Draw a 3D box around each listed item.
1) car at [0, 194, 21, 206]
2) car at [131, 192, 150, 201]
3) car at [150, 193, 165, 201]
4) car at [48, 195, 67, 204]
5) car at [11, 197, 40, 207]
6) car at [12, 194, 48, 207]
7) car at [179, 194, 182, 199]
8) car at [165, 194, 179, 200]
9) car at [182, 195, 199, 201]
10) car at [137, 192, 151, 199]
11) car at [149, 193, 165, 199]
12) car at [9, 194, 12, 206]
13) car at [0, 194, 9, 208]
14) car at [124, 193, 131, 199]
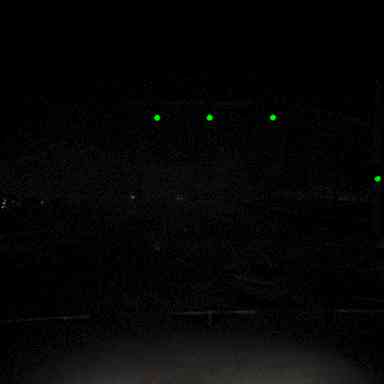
[{"bbox_3d":[-28.116,1.146,50.656,2.097,1.767,4.553,0,0,-3],"label":"car"},{"bbox_3d":[-11.387,1.215,73.232,2.128,1.511,4.902,0,0,-22],"label":"car"},{"bbox_3d":[-8.263,1.045,74.908,2.097,1.767,4.553,0,0,-22],"label":"car"},{"bbox_3d":[-21.214,1.278,52.173,2.128,1.511,4.902,0,0,-3],"label":"car"},{"bbox_3d":[-24.546,1.400,49.159,1.895,1.301,4.718,0,0,0],"label":"car"},{"bbox_3d":[-21.009,1.315,42.909,2.128,1.511,4.902,0,0,0],"label":"car"},{"bbox_3d":[-3.469,1.256,81.957,1.895,1.301,4.718,0,0,-26],"label":"car"},{"bbox_3d":[-5.181,1.231,76.647,1.994,1.385,4.181,0,0,-22],"label":"car"},{"bbox_3d":[-0.109,1.294,72.378,1.895,1.301,4.718,0,0,-18],"label":"car"},{"bbox_3d":[-12.203,0.839,84.280,2.097,1.767,4.553,0,0,-30],"label":"car"},{"bbox_3d":[-9.069,1.016,85.836,2.033,1.411,5.357,0,0,-30],"label":"car"},{"bbox_3d":[-24.530,1.327,40.217,2.128,1.511,4.902,0,0,1],"label":"car"},{"bbox_3d":[-21.077,1.085,33.072,2.150,2.045,5.566,0,0,0],"label":"car"},{"bbox_3d":[-15.366,0.991,82.778,1.837,1.490,4.892,0,0,-30],"label":"car"}]
